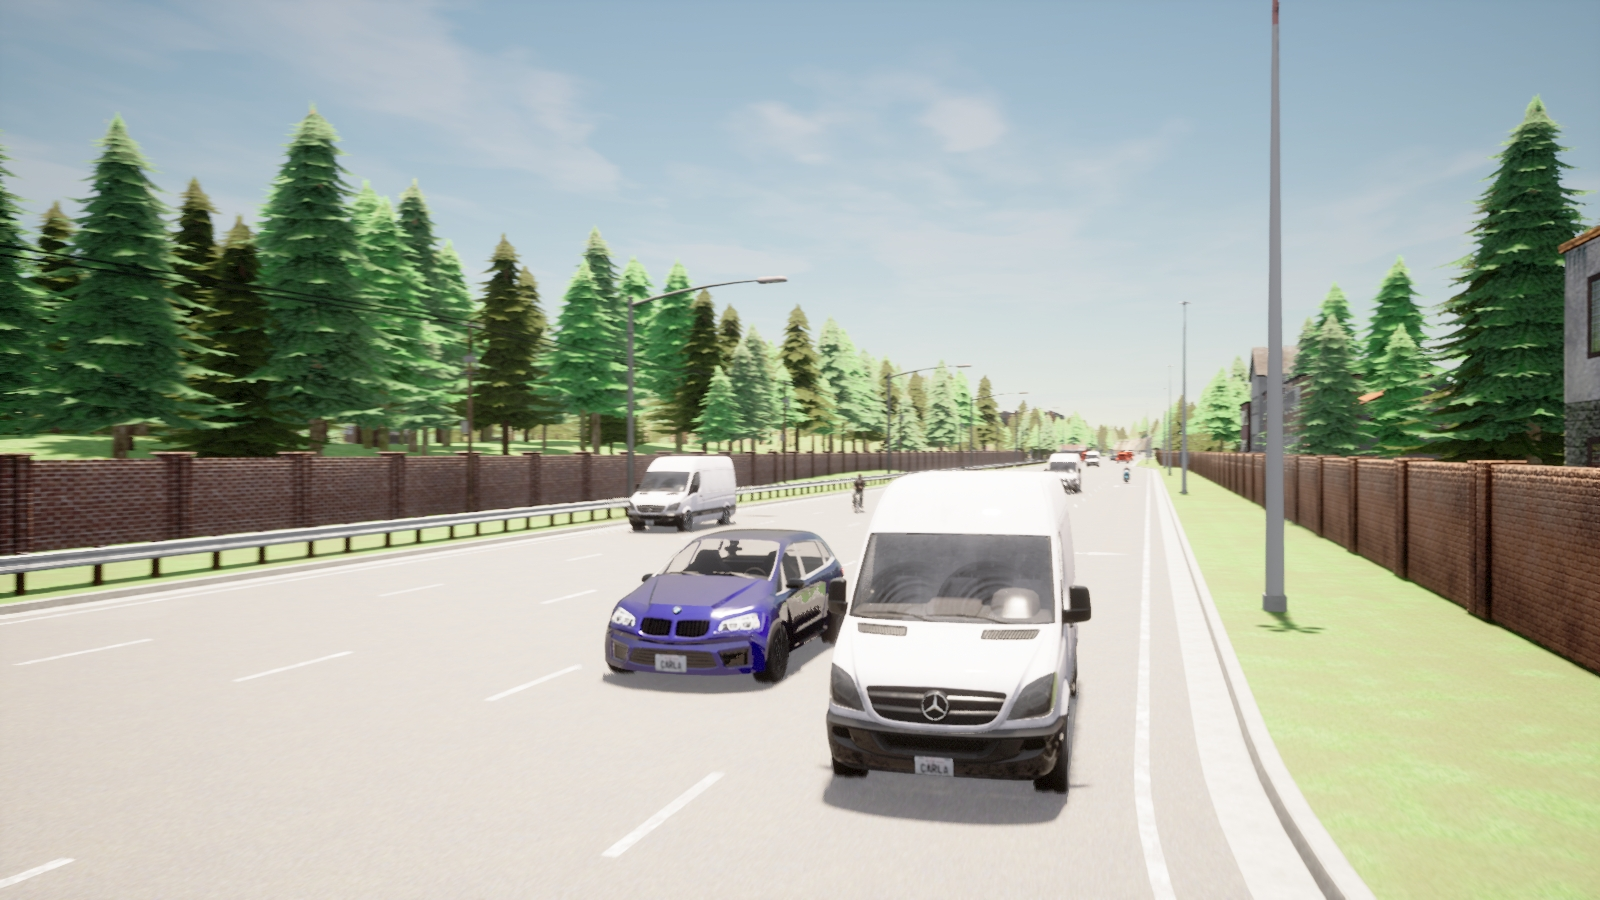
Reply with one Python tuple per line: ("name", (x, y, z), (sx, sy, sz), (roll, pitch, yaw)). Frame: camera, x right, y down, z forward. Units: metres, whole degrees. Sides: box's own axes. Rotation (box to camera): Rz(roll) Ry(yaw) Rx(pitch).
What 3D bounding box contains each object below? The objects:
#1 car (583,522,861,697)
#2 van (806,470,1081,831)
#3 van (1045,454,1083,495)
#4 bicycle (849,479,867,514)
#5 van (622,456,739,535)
("car", (-0.828, 1.962, 15.454), (2.242, 1.667, 4.611), (0, 0, 17))
("van", (1.764, 1.533, 11.549), (1.988, 2.561, 5.915), (0, 0, 15))
("van", (17.298, 1.533, 74.707), (1.988, 2.561, 5.915), (0, 0, 17))
("bicycle", (2.565, 2.050, 50.495), (0.329, 1.471, 1.835), (0, 0, 17))
("van", (-4.122, 1.520, 40.591), (1.988, 2.561, 5.915), (0, 0, 17))
